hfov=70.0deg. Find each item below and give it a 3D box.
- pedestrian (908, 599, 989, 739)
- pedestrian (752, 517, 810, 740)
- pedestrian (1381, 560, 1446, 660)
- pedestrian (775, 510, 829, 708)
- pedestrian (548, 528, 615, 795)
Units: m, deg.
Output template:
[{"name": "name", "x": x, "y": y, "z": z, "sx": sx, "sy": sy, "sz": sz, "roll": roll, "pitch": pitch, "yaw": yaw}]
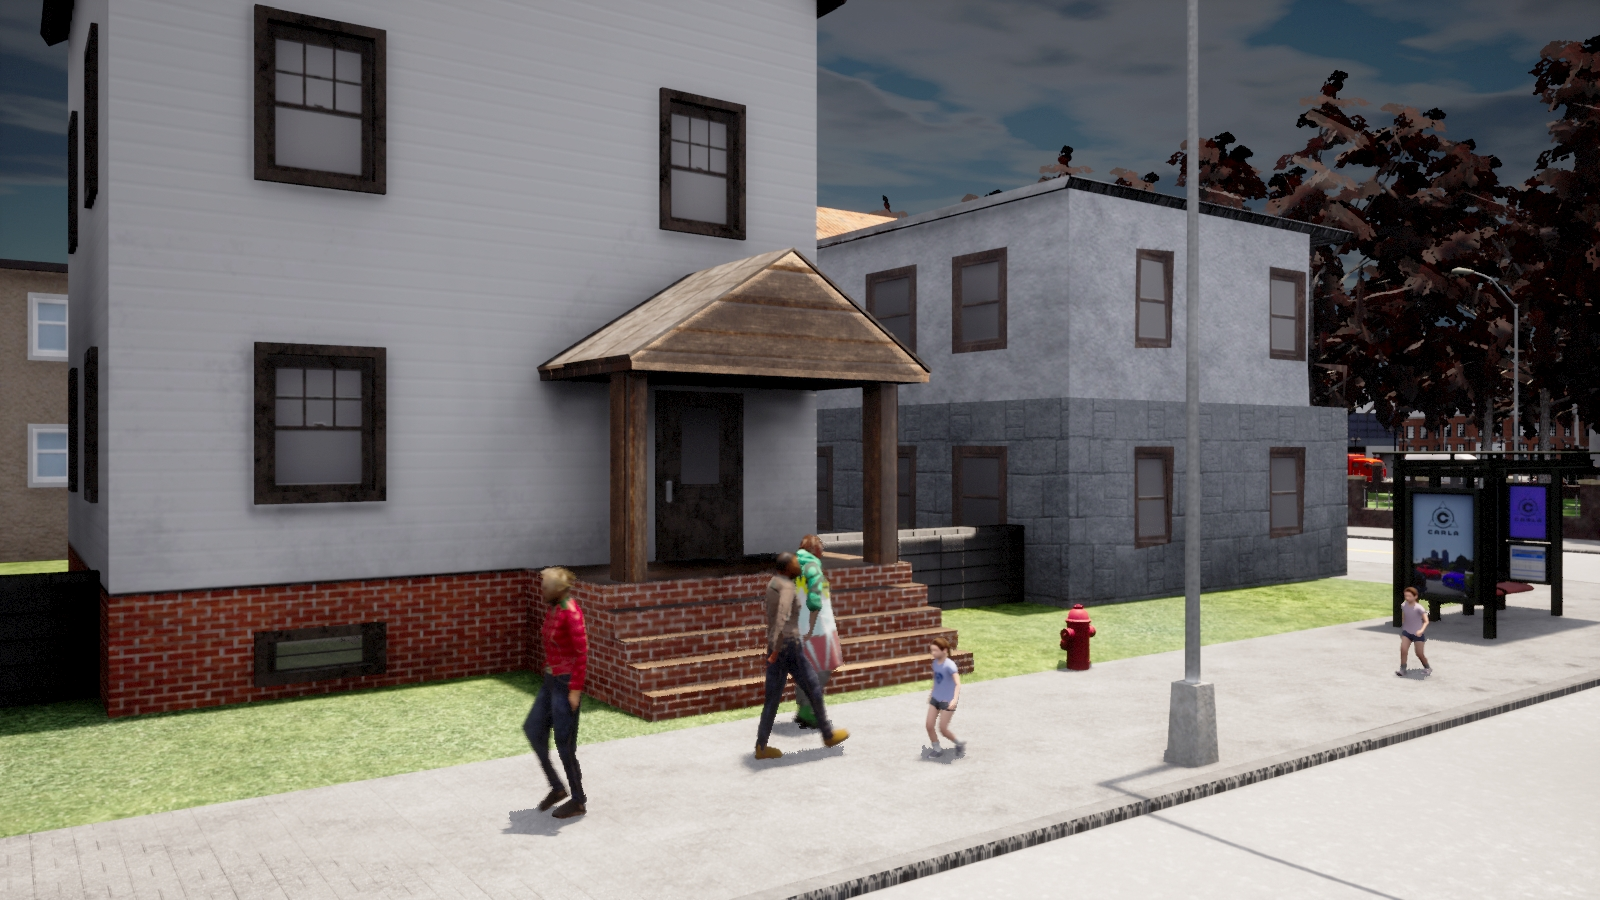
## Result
[{"name": "pedestrian", "x": 1.304, "y": 1.904, "z": 10.057, "sx": 0.500, "sy": 1.100, "sz": 0.500, "roll": 0, "pitch": 0, "yaw": -35}, {"name": "pedestrian", "x": -0.168, "y": 1.525, "z": 9.934, "sx": 0.375, "sy": 1.860, "sz": 0.375, "roll": 0, "pitch": 0, "yaw": -26}, {"name": "pedestrian", "x": 7.317, "y": 1.896, "z": 13.630, "sx": 0.500, "sy": 1.100, "sz": 0.500, "roll": 0, "pitch": 0, "yaw": -33}, {"name": "pedestrian", "x": 0.021, "y": 1.524, "z": 11.115, "sx": 0.375, "sy": 1.860, "sz": 0.375, "roll": 0, "pitch": 0, "yaw": -35}, {"name": "pedestrian", "x": -1.607, "y": 1.523, "z": 8.388, "sx": 0.375, "sy": 1.860, "sz": 0.375, "roll": 0, "pitch": 0, "yaw": -32}]
